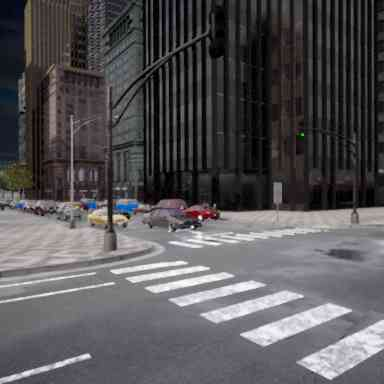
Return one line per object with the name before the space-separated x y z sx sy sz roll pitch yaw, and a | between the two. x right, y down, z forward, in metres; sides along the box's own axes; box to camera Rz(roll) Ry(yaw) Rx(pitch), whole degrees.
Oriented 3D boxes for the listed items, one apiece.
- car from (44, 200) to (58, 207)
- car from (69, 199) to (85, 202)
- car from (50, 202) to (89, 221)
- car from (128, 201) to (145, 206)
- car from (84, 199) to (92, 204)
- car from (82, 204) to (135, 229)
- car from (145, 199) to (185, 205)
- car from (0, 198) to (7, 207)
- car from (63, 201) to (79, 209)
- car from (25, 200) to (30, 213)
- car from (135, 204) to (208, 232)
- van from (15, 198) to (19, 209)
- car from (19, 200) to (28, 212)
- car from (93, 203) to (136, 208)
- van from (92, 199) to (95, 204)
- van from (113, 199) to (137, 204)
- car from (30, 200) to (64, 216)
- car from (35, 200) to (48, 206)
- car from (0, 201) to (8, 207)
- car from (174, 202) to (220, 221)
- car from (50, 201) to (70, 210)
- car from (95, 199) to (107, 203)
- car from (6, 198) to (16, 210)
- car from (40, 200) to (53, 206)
car | -31.750 2.584 74.942 1.947 1.339 4.313 -1 0 -35
car | -15.571 2.046 42.163 1.882 1.535 5.008 0 0 -35
car | -12.005 1.998 32.520 2.008 1.369 4.403 -1 0 -35
car | -5.277 1.993 37.793 1.802 1.307 4.206 -1 0 -35
car | -16.997 2.123 49.565 1.882 1.535 5.008 0 -1 -35
car | -6.239 1.837 24.422 1.752 1.417 4.829 -1 0 -35
car | -2.336 1.657 33.646 2.192 1.841 5.009 -1 0 -35
car | -41.307 2.661 73.665 1.887 1.381 4.507 -1 0 -35
car | -22.697 2.395 62.230 1.802 1.307 4.206 -1 0 -35
car | -20.508 2.190 44.459 1.887 1.381 4.507 -1 0 -35
car | -1.529 1.787 22.413 2.033 1.411 5.357 0 -1 -36
van | -26.181 2.117 52.419 1.690 1.788 3.998 -1 0 -35
car | -23.344 2.151 48.439 1.967 1.590 4.097 -1 0 -35
car | -7.303 1.976 30.524 1.895 1.301 4.718 0 -1 -35
van | -17.067 2.026 54.381 1.690 1.788 3.998 -1 0 -35
van | -8.228 1.821 41.940 1.690 1.788 3.998 -1 0 -35
car | -17.679 1.895 40.480 2.192 1.841 5.009 -1 0 -35
car | -37.786 2.699 83.418 2.008 1.369 4.403 -1 0 -35
car | -44.425 2.765 78.045 1.802 1.307 4.206 -1 0 -35
car | 0.615 1.817 29.499 1.887 1.381 4.507 -1 0 -35
car | -23.051 2.331 57.981 2.033 1.411 5.357 0 -1 -35
car | -11.175 1.864 46.087 2.192 1.841 5.009 -1 0 -35
car | -31.951 2.348 60.524 1.967 1.590 4.097 -1 0 -35
car | -34.769 2.649 79.181 1.947 1.339 4.313 -1 0 -35
